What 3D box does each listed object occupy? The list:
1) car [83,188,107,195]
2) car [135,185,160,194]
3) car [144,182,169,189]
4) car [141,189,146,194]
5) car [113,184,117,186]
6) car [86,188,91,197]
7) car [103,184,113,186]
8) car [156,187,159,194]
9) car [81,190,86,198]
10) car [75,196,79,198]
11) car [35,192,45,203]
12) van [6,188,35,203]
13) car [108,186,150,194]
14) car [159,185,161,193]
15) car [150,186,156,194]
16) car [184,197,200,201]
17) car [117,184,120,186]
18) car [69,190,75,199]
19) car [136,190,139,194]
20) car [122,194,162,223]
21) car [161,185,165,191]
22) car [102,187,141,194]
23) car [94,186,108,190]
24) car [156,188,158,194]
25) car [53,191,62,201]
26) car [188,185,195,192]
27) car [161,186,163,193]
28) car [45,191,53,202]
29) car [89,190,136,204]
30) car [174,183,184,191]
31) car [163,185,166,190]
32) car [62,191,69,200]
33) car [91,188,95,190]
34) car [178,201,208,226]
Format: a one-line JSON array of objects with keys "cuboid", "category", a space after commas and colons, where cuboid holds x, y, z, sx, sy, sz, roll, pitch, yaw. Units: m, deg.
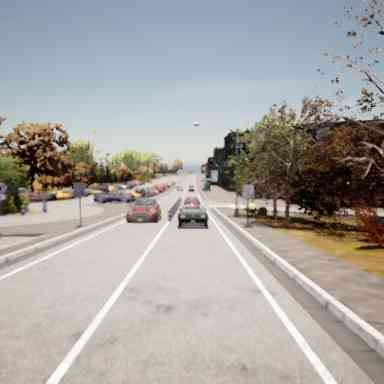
[{"cuboid": [-23.013, -0.137, 78.839, 5.008, 1.535, 2.097, 0, 3, 0], "category": "car"}, {"cuboid": [-9.995, -0.028, 73.356, 4.553, 1.767, 2.185, 0, 2, 0], "category": "car"}, {"cuboid": [-9.865, -1.118, 92.825, 5.566, 2.045, 2.435, 0, 3, 0], "category": "car"}, {"cuboid": [-10.103, 0.677, 51.062, 5.008, 1.535, 2.097, 0, 1, 0], "category": "car"}, {"cuboid": [-22.985, -0.676, 87.193, 4.553, 1.767, 2.185, 0, 3, 0], "category": "car"}, {"cuboid": [-23.093, 0.384, 64.907, 5.008, 1.535, 2.097, 0, 2, 0], "category": "car"}, {"cuboid": [-23.018, -0.518, 81.613, 5.566, 2.045, 2.435, 0, 3, 0], "category": "car"}, {"cuboid": [-10.011, 0.231, 70.577, 4.792, 1.488, 2.163, 0, 2, 0], "category": "car"}, {"cuboid": [-23.112, 0.462, 62.118, 5.008, 1.535, 2.097, 0, 1, 0], "category": "car"}, {"cuboid": [-23.106, 0.562, 59.328, 4.792, 1.488, 2.163, 0, 1, 0], "category": "car"}, {"cuboid": [-23.228, 0.761, 45.389, 4.674, 1.452, 2.002, 0, 0, 0], "category": "car"}, {"cuboid": [-23.117, 0.517, 42.713, 4.442, 1.987, 1.878, 1, 1, 0], "category": "van"}, {"cuboid": [-10.119, 0.388, 53.852, 5.566, 2.045, 2.435, 0, 1, 0], "category": "car"}, {"cuboid": [-9.977, -0.142, 76.134, 4.553, 1.767, 2.185, 0, 3, 0], "category": "car"}, {"cuboid": [-9.987, 0.260, 64.999, 4.553, 1.767, 2.185, 0, 2, 0], "category": "car"}, {"cuboid": [0.009, 1.243, 39.807, 1.994, 1.385, 4.181, 0, 2, 0], "category": "car"}, {"cuboid": [-22.930, -0.705, 89.980, 5.008, 1.535, 2.097, 0, 3, 0], "category": "car"}, {"cuboid": [-23.338, 0.584, 56.673, 5.366, 1.575, 1.946, 0, 1, 0], "category": "car"}, {"cuboid": [-10.174, 0.755, 45.497, 4.792, 1.488, 2.163, 0, 0, 0], "category": "car"}, {"cuboid": [-3.386, 1.236, 23.990, 2.097, 1.767, 4.553, 0, 0, 0], "category": "car"}, {"cuboid": [-9.903, -0.269, 81.710, 5.008, 1.535, 2.097, 0, 3, 0], "category": "car"}, {"cuboid": [-10.158, 0.579, 48.282, 4.553, 1.767, 2.185, 0, 1, 0], "category": "car"}, {"cuboid": [-22.841, -0.018, 76.051, 5.366, 1.575, 1.946, 0, 2, 0], "category": "car"}, {"cuboid": [-9.971, 0.327, 67.790, 4.792, 1.488, 2.163, 0, 2, 0], "category": "car"}, {"cuboid": [-23.217, 0.701, 51.086, 4.792, 1.488, 2.163, 0, 1, 0], "category": "car"}, {"cuboid": [-0.213, -0.738, 90.637, 1.895, 1.301, 4.718, 0, 3, 0], "category": "car"}, {"cuboid": [-9.930, -0.098, 78.926, 4.674, 1.452, 2.002, 0, 3, 0], "category": "car"}, {"cuboid": [-23.210, 0.740, 48.174, 4.674, 1.452, 2.002, 0, 0, 0], "category": "car"}, {"cuboid": [-10.134, 0.776, 42.713, 4.792, 1.488, 2.163, 0, 0, 0], "category": "car"}, {"cuboid": [-3.466, -1.002, 94.839, 2.128, 1.511, 4.902, 0, 3, 0], "category": "car"}, {"cuboid": [-9.886, -0.407, 84.496, 5.008, 1.535, 2.097, 0, 3, 0], "category": "car"}, {"cuboid": [-23.356, 0.631, 53.878, 5.366, 1.575, 1.946, 0, 1, 0], "category": "car"}, {"cuboid": [-23.074, 0.294, 67.823, 4.892, 1.521, 2.231, 0, 2, 0], "category": "car"}, {"cuboid": [0.057, 1.493, 22.246, 1.895, 1.301, 4.718, 0, 0, 0], "category": "car"}]
